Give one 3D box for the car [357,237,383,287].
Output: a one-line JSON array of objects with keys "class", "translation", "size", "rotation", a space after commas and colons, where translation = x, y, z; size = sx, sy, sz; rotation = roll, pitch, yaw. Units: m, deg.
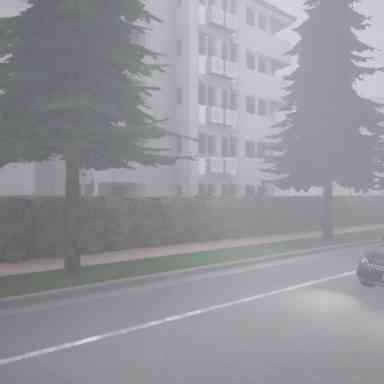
[{"class": "car", "translation": [5.996, 1.555, 8.253], "size": [4.674, 1.442, 1.812], "rotation": [0, 0, -36]}]
